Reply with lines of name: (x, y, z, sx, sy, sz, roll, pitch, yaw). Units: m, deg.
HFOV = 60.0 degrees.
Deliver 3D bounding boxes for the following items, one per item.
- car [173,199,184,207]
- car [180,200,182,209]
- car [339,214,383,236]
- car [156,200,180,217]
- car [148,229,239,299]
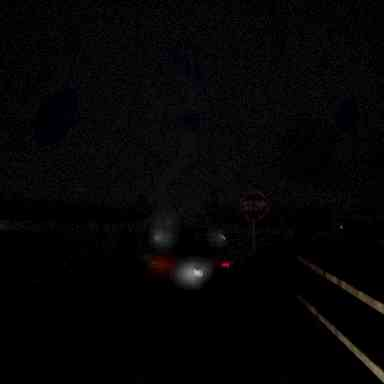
car: (-2.717, 2.227, 67.138, 2.033, 1.411, 5.357, 0, -1, 0)
car: (-2.807, 2.020, 46.346, 1.994, 1.385, 4.181, 0, -1, 0)
car: (12.705, 2.256, 22.785, 4.902, 1.511, 2.128, 2, -1, 1)
car: (-2.821, 1.848, 36.353, 2.128, 1.511, 4.902, 0, -1, 0)
car: (-0.027, 1.648, 8.735, 1.994, 1.385, 4.181, 0, -1, -2)
